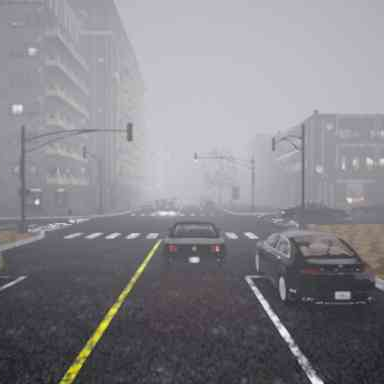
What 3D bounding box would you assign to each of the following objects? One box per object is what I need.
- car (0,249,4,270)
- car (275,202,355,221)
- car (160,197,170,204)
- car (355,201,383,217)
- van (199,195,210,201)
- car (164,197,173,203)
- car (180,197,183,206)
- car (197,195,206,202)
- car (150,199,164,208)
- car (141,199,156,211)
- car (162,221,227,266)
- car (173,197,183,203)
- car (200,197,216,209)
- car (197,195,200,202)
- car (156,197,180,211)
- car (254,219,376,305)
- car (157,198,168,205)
[{"bbox_3d":[-5.671,1.561,6.508,1.752,1.417,4.829,0,0,0],"label":"car"},{"bbox_3d":[9.260,1.515,25.726,5.357,1.411,2.033,-1,0,-1],"label":"car"},{"bbox_3d":[-5.845,1.803,72.155,1.967,1.590,4.097,0,0,0],"label":"car"},{"bbox_3d":[15.407,1.458,28.617,4.718,1.301,1.895,-1,0,-1],"label":"car"},{"bbox_3d":[2.570,1.625,55.566,1.690,1.788,3.998,0,0,0],"label":"van"},{"bbox_3d":[-5.867,1.997,83.221,1.802,1.307,4.206,0,0,0],"label":"car"},{"bbox_3d":[-3.173,1.657,60.030,2.097,1.767,4.553,0,0,0],"label":"car"},{"bbox_3d":[2.499,1.756,88.767,2.192,1.841,5.009,0,0,0],"label":"car"},{"bbox_3d":[-5.808,1.828,55.554,1.887,1.381,4.507,0,0,0],"label":"car"},{"bbox_3d":[-5.785,1.780,44.487,2.008,1.369,4.403,0,0,0],"label":"car"},{"bbox_3d":[0.087,1.664,11.760,1.895,1.301,4.718,0,0,0],"label":"car"},{"bbox_3d":[-3.161,1.814,75.808,1.994,1.385,4.181,0,0,0],"label":"car"},{"bbox_3d":[2.584,1.823,50.031,1.947,1.339,4.313,0,0,0],"label":"car"},{"bbox_3d":[2.548,1.777,66.633,1.967,1.590,4.097,0,0,0],"label":"car"},{"bbox_3d":[-3.179,1.722,44.733,2.128,1.511,4.902,0,0,0],"label":"car"},{"bbox_3d":[2.640,1.594,8.024,2.008,1.369,4.403,0,0,0],"label":"car"},{"bbox_3d":[-5.832,1.919,66.621,1.802,1.307,4.206,0,0,0],"label":"car"}]
